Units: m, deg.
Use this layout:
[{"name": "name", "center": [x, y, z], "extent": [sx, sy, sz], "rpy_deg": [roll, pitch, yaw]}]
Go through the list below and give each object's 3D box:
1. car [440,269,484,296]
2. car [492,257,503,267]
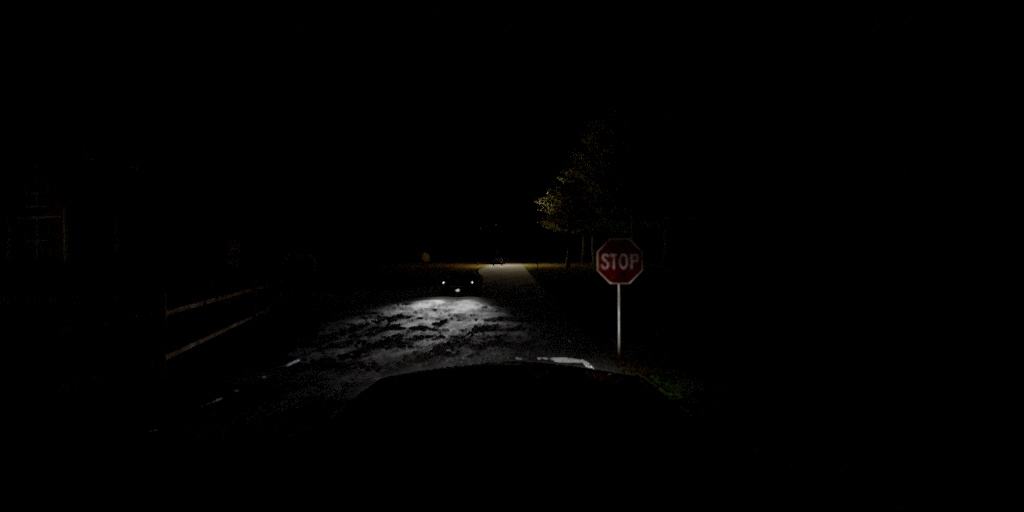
[{"name": "car", "center": [-2.691, 1.394, 20.072], "extent": [1.895, 1.301, 4.718], "rpy_deg": [0, 0, 0]}, {"name": "car", "center": [-2.538, 0.973, 63.083], "extent": [1.837, 1.490, 4.892], "rpy_deg": [0, 1, 0]}]
